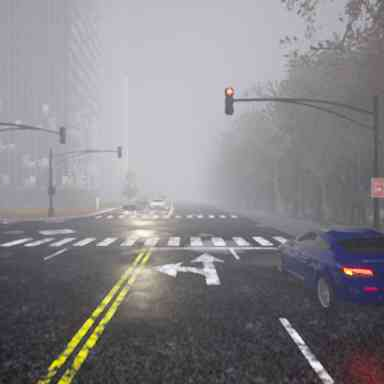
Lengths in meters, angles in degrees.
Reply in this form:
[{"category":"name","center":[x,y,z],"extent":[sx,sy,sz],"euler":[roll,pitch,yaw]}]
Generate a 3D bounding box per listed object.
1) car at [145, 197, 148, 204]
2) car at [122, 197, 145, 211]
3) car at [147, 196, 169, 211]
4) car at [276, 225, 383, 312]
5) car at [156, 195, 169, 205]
[{"category":"car","center":[-8.333,1.611,57.846],"extent":[2.033,1.411,5.357],"euler":[0,0,-3]},{"category":"car","center":[-7.536,1.589,42.066],"extent":[2.033,1.411,5.357],"euler":[0,0,-2]},{"category":"car","center":[-4.294,1.568,42.347],"extent":[1.812,1.442,4.674],"euler":[0,0,-3]},{"category":"car","center":[3.327,1.495,7.627],"extent":[1.812,1.442,4.674],"euler":[-3,-1,-2]},{"category":"car","center":[-5.156,1.416,59.165],"extent":[2.097,1.767,4.553],"euler":[0,0,-3]}]
